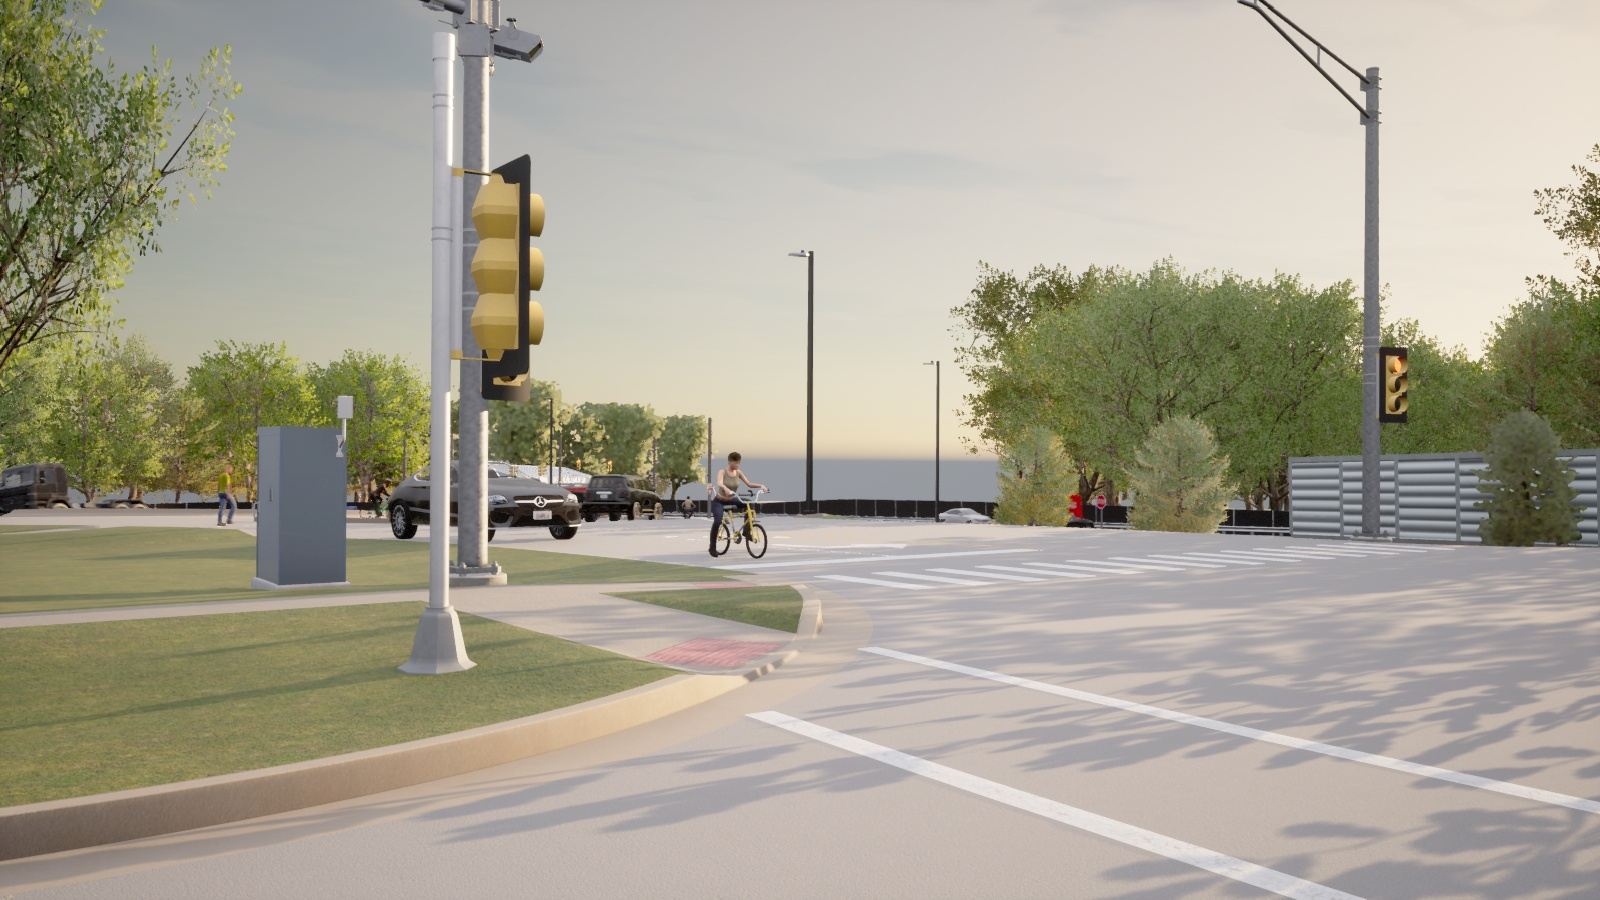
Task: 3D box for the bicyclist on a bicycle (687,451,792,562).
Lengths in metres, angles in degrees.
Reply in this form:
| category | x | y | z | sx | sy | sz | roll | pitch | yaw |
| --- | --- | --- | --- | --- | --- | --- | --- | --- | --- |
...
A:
| category | x | y | z | sx | sy | sz | roll | pitch | yaw |
| --- | --- | --- | --- | --- | --- | --- | --- | --- | --- |
| bicyclist on a bicycle | -0.941 | 0.838 | 19.197 | 0.866 | 1.612 | 1.509 | 0 | -1 | -39 |

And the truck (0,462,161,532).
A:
| category | x | y | z | sx | sy | sz | roll | pitch | yaw |
| --- | --- | --- | --- | --- | --- | --- | --- | --- | --- |
| truck | -40.829 | 2.716 | 71.283 | 2.891 | 3.462 | 7.936 | -8 | -5 | 22 |

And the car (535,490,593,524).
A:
| category | x | y | z | sx | sy | sz | roll | pitch | yaw |
| --- | --- | --- | --- | --- | --- | --- | --- | --- | --- |
| car | -14.444 | 3.512 | 76.664 | 1.905 | 1.878 | 3.866 | 6 | -6 | -35 |

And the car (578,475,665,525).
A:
| category | x | y | z | sx | sy | sz | roll | pitch | yaw |
| --- | --- | --- | --- | --- | --- | --- | --- | --- | --- |
| car | -7.554 | 2.138 | 53.845 | 2.150 | 2.045 | 5.566 | 0 | -2 | 9 |

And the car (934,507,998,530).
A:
| category | x | y | z | sx | sy | sz | roll | pitch | yaw |
| --- | --- | --- | --- | --- | --- | --- | --- | --- | --- |
| car | 11.786 | 4.844 | 89.419 | 1.812 | 1.442 | 4.674 | 0 | -2 | -34 |

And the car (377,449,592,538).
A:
| category | x | y | z | sx | sy | sz | roll | pitch | yaw |
| --- | --- | --- | --- | --- | --- | --- | --- | --- | --- |
| car | -6.568 | 0.887 | 25.742 | 2.152 | 1.651 | 5.027 | 0 | -2 | -42 |

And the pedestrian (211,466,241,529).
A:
| category | x | y | z | sx | sy | sz | roll | pitch | yaw |
| --- | --- | --- | --- | --- | --- | --- | --- | --- | --- |
| pedestrian | -17.063 | 1.396 | 37.345 | 0.354 | 1.836 | 0.706 | 0 | 0 | 38 |

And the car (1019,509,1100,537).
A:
| category | x | y | z | sx | sy | sz | roll | pitch | yaw |
| --- | --- | --- | --- | --- | --- | --- | --- | --- | --- |
| car | 15.695 | 4.375 | 75.811 | 5.008 | 1.535 | 1.882 | 1 | -2 | -35 |

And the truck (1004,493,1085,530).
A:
| category | x | y | z | sx | sy | sz | roll | pitch | yaw |
| --- | --- | --- | --- | --- | --- | --- | --- | --- | --- |
| truck | 17.048 | 4.254 | 87.918 | 2.627 | 2.467 | 5.204 | 0 | -1 | -34 |
